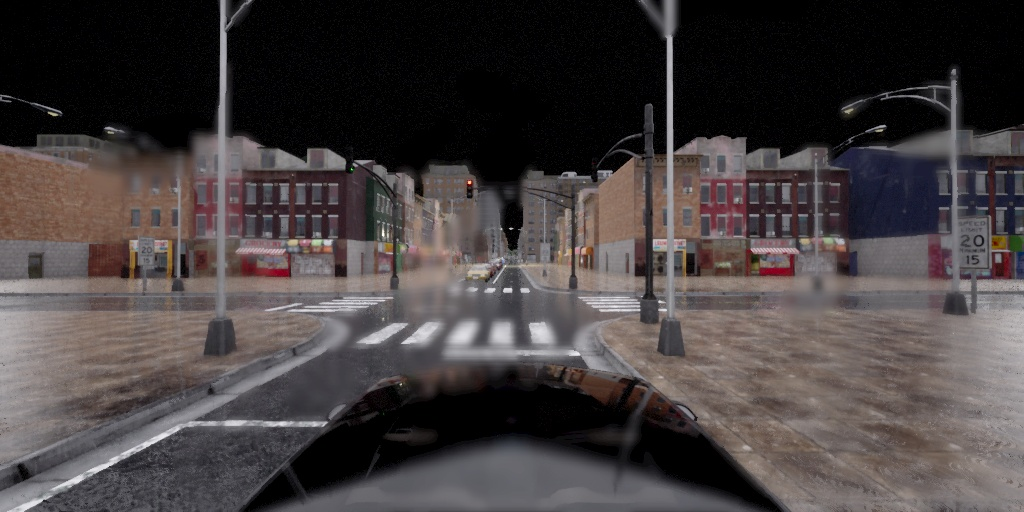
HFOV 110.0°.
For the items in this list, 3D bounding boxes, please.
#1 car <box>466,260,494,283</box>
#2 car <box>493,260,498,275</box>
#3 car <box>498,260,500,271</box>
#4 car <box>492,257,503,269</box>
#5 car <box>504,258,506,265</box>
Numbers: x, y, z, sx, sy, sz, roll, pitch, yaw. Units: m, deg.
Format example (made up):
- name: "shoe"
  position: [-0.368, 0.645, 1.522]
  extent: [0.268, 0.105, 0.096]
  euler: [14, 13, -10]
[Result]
- name: "car"
  position: [-2.636, 1.292, 28.675]
  extent: [1.751, 1.417, 4.829]
  euler: [0, 0, 0]
- name: "car"
  position: [-2.636, 1.320, 34.450]
  extent: [1.888, 1.381, 4.507]
  euler: [0, 0, 0]
- name: "car"
  position: [-2.636, 1.367, 40.055]
  extent: [1.802, 1.307, 4.207]
  euler: [0, 0, 0]
- name: "car"
  position: [-2.636, 1.250, 51.265]
  extent: [1.967, 1.591, 4.097]
  euler: [0, 0, 0]
- name: "car"
  position: [-2.637, 1.154, 62.476]
  extent: [2.192, 1.841, 5.009]
  euler: [0, 0, 0]
